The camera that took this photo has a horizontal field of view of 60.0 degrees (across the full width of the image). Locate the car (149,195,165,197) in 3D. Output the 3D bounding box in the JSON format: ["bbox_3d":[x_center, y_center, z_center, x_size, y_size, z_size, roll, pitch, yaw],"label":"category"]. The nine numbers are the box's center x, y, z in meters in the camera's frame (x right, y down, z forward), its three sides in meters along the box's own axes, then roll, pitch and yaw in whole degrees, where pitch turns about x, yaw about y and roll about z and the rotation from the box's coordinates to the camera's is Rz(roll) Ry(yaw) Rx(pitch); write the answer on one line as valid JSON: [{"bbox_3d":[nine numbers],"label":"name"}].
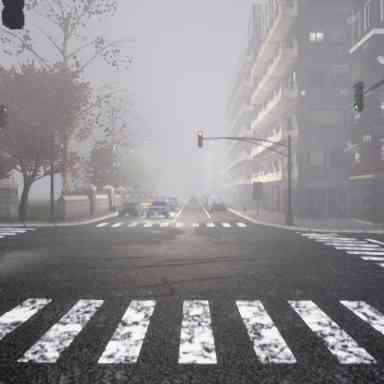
[{"bbox_3d":[-5.538,1.344,47.843,2.192,1.841,5.009,0,0,0],"label":"car"}]

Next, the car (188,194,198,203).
[{"bbox_3d":[0.234,1.420,71.447,2.097,1.767,4.553,0,0,0],"label":"car"}]

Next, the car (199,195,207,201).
[{"bbox_3d":[2.966,1.539,87.227,1.967,1.590,4.097,0,0,0],"label":"car"}]

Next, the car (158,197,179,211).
[{"bbox_3d":[-2.967,1.621,40.269,1.895,1.301,4.718,0,0,0],"label":"car"}]

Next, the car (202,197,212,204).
[{"bbox_3d":[2.895,1.599,64.707,1.887,1.381,4.507,0,0,0],"label":"car"}]

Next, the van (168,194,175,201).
[{"bbox_3d":[-5.414,1.440,87.253,1.690,1.788,3.998,0,0,0],"label":"van"}]

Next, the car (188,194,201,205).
[{"bbox_3d":[0.292,1.574,61.014,1.812,1.442,4.674,0,0,0],"label":"car"}]

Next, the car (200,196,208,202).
[{"bbox_3d":[2.948,1.631,81.597,1.887,1.381,4.507,0,0,0],"label":"car"}]

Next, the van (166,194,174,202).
[{"bbox_3d":[-5.432,1.427,81.624,1.690,1.788,3.998,0,0,0],"label":"van"}]

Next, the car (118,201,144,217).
[{"bbox_3d":[-5.591,1.578,30.952,1.947,1.339,4.313,0,0,0],"label":"car"}]

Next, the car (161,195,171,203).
[{"bbox_3d":[-5.467,1.504,70.363,1.967,1.590,4.097,0,0,0],"label":"car"}]

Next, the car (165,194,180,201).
[{"bbox_3d":[-2.919,1.537,50.461,1.837,1.490,4.892,0,0,0],"label":"car"}]

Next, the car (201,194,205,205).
[{"bbox_3d":[2.860,1.477,53.447,1.967,1.590,4.097,0,0,0],"label":"car"}]

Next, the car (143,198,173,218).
[{"bbox_3d":[-2.998,1.538,30.346,1.812,1.442,4.674,0,0,0],"label":"car"}]

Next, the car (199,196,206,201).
[{"bbox_3d":[2.983,1.695,92.858,1.802,1.307,4.206,0,0,0],"label":"car"}]

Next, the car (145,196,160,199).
[{"bbox_3d":[-5.556,1.547,42.043,1.752,1.417,4.829,0,0,0],"label":"car"}]

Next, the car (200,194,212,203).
[{"bbox_3d":[2.914,1.379,70.337,2.192,1.841,5.009,0,0,0],"label":"car"}]

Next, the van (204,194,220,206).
[{"bbox_3d":[2.826,1.363,42.187,1.690,1.788,3.998,0,0,0],"label":"van"}]

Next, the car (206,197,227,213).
[{"bbox_3d":[2.807,1.562,36.556,1.887,1.381,4.507,0,0,0],"label":"car"}]

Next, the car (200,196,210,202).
[{"bbox_3d":[2.930,1.625,75.968,2.008,1.369,4.403,0,0,0],"label":"car"}]

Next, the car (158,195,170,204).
[{"bbox_3d":[-5.485,1.494,64.734,1.967,1.590,4.097,0,0,0],"label":"car"}]
